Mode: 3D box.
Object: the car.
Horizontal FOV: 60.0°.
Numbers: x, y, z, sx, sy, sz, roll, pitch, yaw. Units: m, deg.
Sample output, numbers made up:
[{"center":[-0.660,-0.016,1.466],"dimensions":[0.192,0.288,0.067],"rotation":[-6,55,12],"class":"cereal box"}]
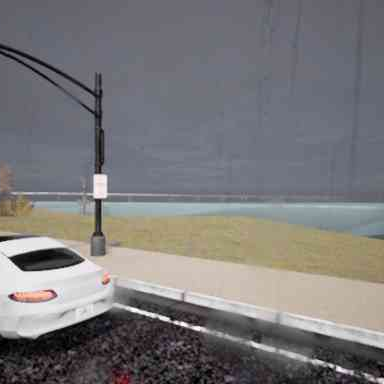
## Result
[{"center":[-3.413,1.525,6.092],"dimensions":[4.674,1.442,1.812],"rotation":[0,0,35],"class":"car"}]
